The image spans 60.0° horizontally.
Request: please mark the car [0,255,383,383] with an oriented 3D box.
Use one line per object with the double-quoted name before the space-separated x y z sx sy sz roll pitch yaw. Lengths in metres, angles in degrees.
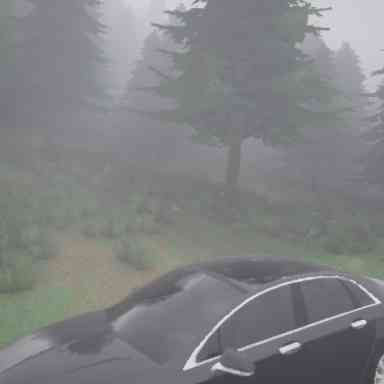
"car" 0.429 1.536 3.583 4.892 1.490 1.837 1 -1 -31
